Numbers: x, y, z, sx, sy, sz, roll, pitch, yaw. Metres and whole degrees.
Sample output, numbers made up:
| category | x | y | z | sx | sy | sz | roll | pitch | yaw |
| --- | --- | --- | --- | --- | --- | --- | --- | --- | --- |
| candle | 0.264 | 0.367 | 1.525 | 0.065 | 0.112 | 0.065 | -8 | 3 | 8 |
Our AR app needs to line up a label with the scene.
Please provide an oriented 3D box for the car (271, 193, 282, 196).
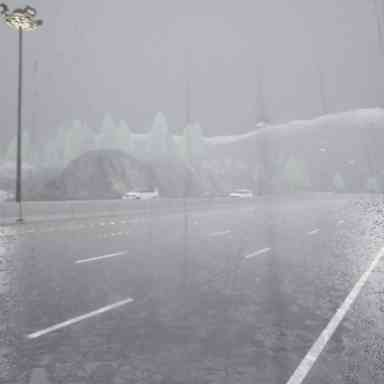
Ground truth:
| category | x | y | z | sx | sy | sz | roll | pitch | yaw |
| --- | --- | --- | --- | --- | --- | --- | --- | --- | --- |
| car | 16.787 | 0.989 | 66.444 | 1.994 | 1.385 | 4.181 | 2 | 1 | 35 |

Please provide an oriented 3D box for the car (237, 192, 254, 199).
| category | x | y | z | sx | sy | sz | roll | pitch | yaw |
| --- | --- | --- | --- | --- | --- | --- | --- | --- | --- |
| car | 11.513 | 0.785 | 71.120 | 1.812 | 1.442 | 4.674 | 2 | 1 | 35 |

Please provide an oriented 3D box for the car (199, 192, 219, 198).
| category | x | y | z | sx | sy | sz | roll | pitch | yaw |
| --- | --- | --- | --- | --- | --- | --- | --- | --- | --- |
| car | 3.065 | 0.755 | 58.935 | 1.837 | 1.490 | 4.892 | 2 | 1 | 35 |

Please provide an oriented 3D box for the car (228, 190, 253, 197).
| category | x | y | z | sx | sy | sz | roll | pitch | yaw |
| --- | --- | --- | --- | --- | --- | --- | --- | --- | --- |
| car | 7.830 | 0.643 | 53.544 | 2.150 | 2.045 | 5.566 | 2 | 1 | 35 |

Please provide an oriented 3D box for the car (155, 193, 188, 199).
| category | x | y | z | sx | sy | sz | roll | pitch | yaw |
| --- | --- | --- | --- | --- | --- | --- | --- | --- | --- |
| car | -1.839 | 1.013 | 39.629 | 1.895 | 1.301 | 4.718 | 2 | 1 | 35 |

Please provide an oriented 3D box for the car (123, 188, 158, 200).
| category | x | y | z | sx | sy | sz | roll | pitch | yaw |
| --- | --- | --- | --- | --- | --- | --- | --- | --- | --- |
| car | -6.754 | 0.462 | 44.799 | 2.150 | 2.045 | 5.566 | 2 | 1 | 35 |
